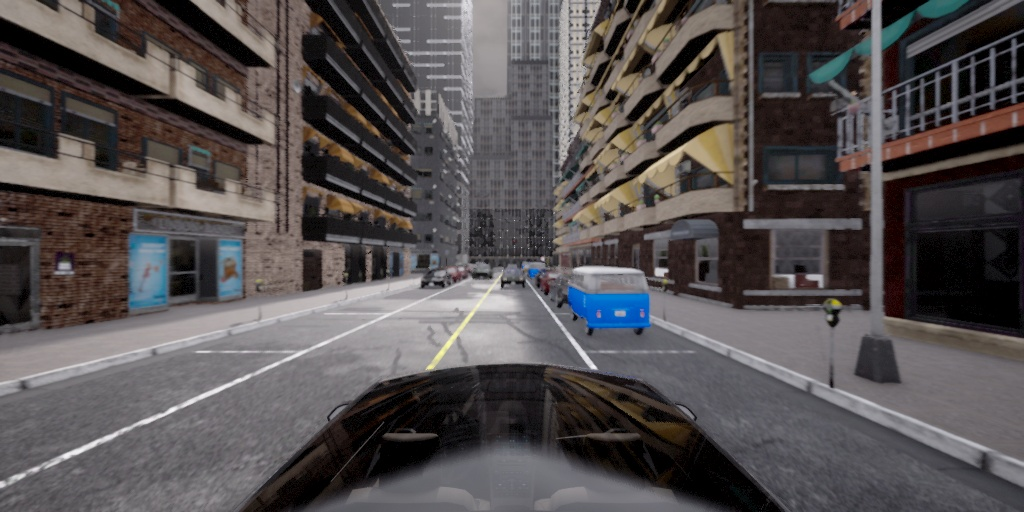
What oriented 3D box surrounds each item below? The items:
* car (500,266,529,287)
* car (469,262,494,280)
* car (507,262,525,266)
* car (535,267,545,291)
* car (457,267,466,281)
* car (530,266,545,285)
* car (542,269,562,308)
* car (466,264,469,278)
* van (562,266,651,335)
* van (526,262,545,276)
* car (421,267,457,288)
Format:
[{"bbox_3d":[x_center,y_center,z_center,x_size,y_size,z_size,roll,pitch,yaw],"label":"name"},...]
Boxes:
[{"bbox_3d":[0.088,1.714,28.114,1.895,1.301,4.718,0,-1,0],"label":"car"},{"bbox_3d":[-3.095,1.611,38.617,2.097,1.767,4.553,0,-1,0],"label":"car"},{"bbox_3d":[0.088,1.640,40.777,2.097,1.767,4.553,0,-1,0],"label":"car"},{"bbox_3d":[2.687,1.573,21.901,1.888,1.381,4.507,0,0,0],"label":"car"},{"bbox_3d":[-5.696,1.728,33.132,1.888,1.381,4.507,0,0,0],"label":"car"},{"bbox_3d":[2.686,1.671,27.502,1.948,1.339,4.313,0,0,0],"label":"car"},{"bbox_3d":[2.688,1.501,16.299,2.007,1.370,4.403,0,0,0],"label":"car"},{"bbox_3d":[-5.696,1.843,38.733,1.802,1.307,4.207,0,0,0],"label":"car"},{"bbox_3d":[2.689,1.214,10.698,1.690,1.789,3.998,0,0,0],"label":"van"},{"bbox_3d":[2.685,1.601,38.705,1.690,1.789,3.998,0,0,0],"label":"van"},{"bbox_3d":[-5.695,1.671,27.530,1.948,1.339,4.313,0,0,0],"label":"car"}]
